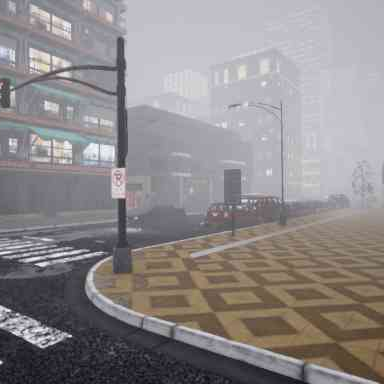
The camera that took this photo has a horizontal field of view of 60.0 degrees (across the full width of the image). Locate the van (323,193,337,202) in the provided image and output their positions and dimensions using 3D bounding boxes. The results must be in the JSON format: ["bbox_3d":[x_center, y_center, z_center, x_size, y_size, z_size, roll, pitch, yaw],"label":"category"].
[{"bbox_3d":[29.262,1.230,70.467,1.690,1.788,3.998,-1,0,36],"label":"van"}]

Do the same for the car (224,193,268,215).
[{"bbox_3d":[5.661,1.177,34.193,2.150,2.045,5.566,-1,-1,36],"label":"car"}]

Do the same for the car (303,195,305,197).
[{"bbox_3d":[16.236,1.490,48.414,1.994,1.385,4.181,-1,0,36],"label":"car"}]

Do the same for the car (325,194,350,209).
[{"bbox_3d":[19.048,1.168,43.268,2.192,1.841,5.009,-1,0,36],"label":"car"}]

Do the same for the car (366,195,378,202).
[{"bbox_3d":[35.612,1.334,65.800,1.887,1.381,4.507,-1,0,36],"label":"car"}]

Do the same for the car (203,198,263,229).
[{"bbox_3d":[2.487,1.353,20.734,1.967,1.590,4.097,-1,0,36],"label":"car"}]

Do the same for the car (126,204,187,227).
[{"bbox_3d":[-2.537,1.530,23.042,2.033,1.411,5.357,-1,0,36],"label":"car"}]

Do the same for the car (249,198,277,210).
[{"bbox_3d":[9.288,1.489,43.290,1.752,1.417,4.829,-1,0,36],"label":"car"}]

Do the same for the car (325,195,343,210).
[{"bbox_3d":[15.738,1.416,38.760,2.008,1.369,4.403,-1,0,36],"label":"car"}]

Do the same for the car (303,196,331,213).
[{"bbox_3d":[12.425,1.422,34.254,1.887,1.381,4.507,-1,0,36],"label":"car"}]

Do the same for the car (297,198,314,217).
[{"bbox_3d":[9.113,1.471,29.747,1.802,1.307,4.206,-1,0,36],"label":"car"}]

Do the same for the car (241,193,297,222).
[{"bbox_3d":[5.798,1.216,25.241,2.192,1.841,5.009,-1,0,36],"label":"car"}]
